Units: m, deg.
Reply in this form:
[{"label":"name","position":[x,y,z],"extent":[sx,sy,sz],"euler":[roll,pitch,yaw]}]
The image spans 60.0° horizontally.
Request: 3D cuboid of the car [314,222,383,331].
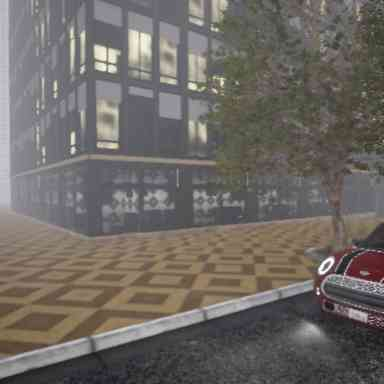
[{"label":"car","position":[4.446,1.349,6.535],"extent":[4.553,1.767,2.097],"euler":[0,0,-35]}]
